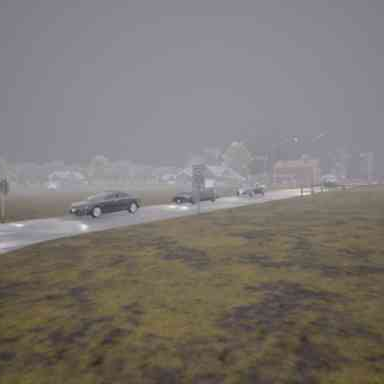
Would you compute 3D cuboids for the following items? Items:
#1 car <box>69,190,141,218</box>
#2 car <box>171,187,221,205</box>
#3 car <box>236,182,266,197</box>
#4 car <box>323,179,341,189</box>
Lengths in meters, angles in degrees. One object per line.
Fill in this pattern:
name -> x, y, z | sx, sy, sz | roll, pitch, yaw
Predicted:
car -> -5.368, 0.702, 21.050 | 1.837, 1.490, 4.892 | 1, 3, 36
car -> 0.516, 0.256, 28.988 | 2.033, 1.411, 5.357 | 1, 3, 37
car -> 6.681, -0.303, 37.306 | 2.128, 1.511, 4.902 | 1, 3, 37
car -> 23.002, -1.363, 54.416 | 1.882, 1.535, 5.008 | 1, 3, 36
